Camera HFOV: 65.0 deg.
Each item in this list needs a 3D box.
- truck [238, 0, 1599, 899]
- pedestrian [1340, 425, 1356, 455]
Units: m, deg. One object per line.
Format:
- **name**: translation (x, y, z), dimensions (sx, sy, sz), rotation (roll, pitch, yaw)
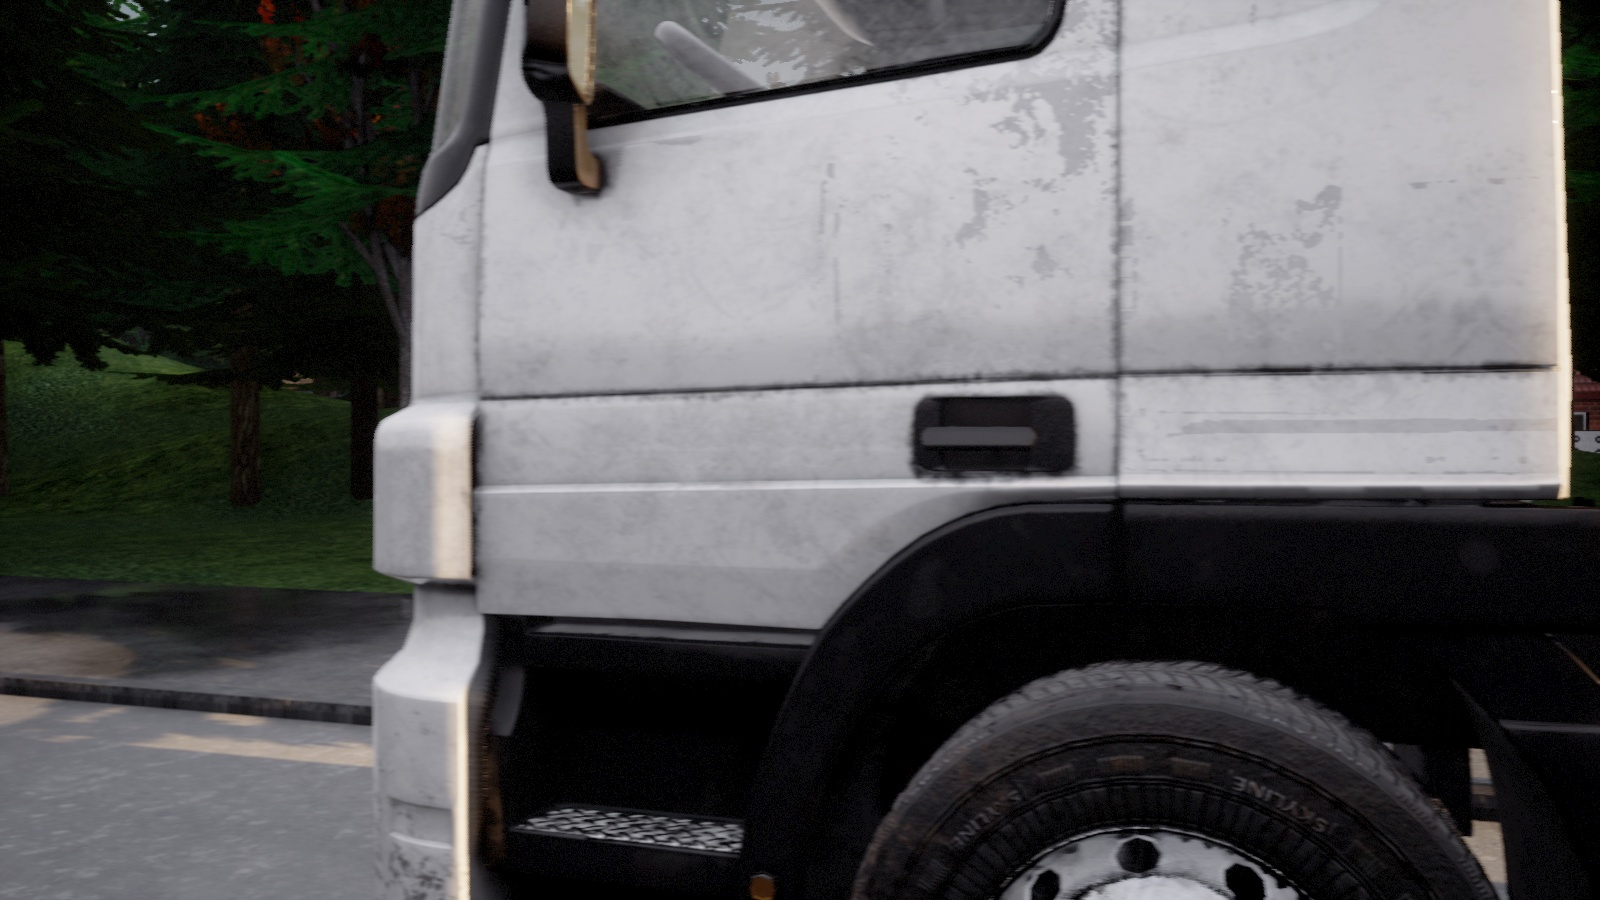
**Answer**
- **truck**: translation (3.076, -0.186, 2.672), dimensions (7.936, 3.462, 2.891), rotation (1, 1, 19)
- **pedestrian**: translation (36.273, -0.656, 83.084), dimensions (0.873, 1.952, 0.659), rotation (1, 1, 18)
